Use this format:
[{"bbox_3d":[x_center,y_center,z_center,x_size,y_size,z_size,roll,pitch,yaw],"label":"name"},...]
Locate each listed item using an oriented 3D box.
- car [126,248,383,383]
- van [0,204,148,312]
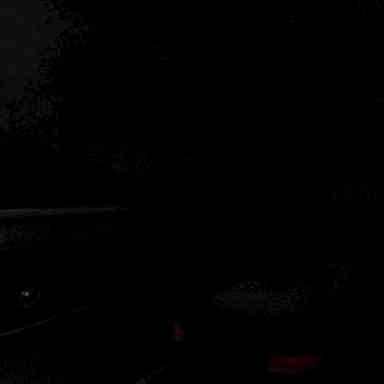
[{"bbox_3d":[1.528,1.536,4.723,2.002,1.452,4.674,-1,0,36],"label":"car"},{"bbox_3d":[-2.941,1.334,8.058,1.878,1.987,4.442,-1,-1,36],"label":"van"}]
